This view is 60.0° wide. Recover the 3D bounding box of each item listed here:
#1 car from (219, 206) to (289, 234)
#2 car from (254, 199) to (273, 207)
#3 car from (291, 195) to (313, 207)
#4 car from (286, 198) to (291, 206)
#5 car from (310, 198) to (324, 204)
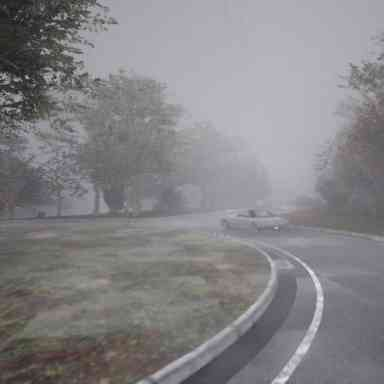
[{"bbox_3d":[3.697,1.779,20.833,1.895,1.301,4.718,0,-1,-30],"label":"car"},{"bbox_3d":[10.824,1.908,50.249,1.837,1.490,4.892,-1,-1,31],"label":"car"},{"bbox_3d":[19.666,1.610,58.172,2.150,2.045,5.566,-1,-1,32],"label":"car"},{"bbox_3d":[19.938,1.942,65.573,1.882,1.535,5.008,-1,-1,30],"label":"car"},{"bbox_3d":[25.927,1.857,68.850,1.895,1.301,4.718,-1,-1,30],"label":"car"}]
